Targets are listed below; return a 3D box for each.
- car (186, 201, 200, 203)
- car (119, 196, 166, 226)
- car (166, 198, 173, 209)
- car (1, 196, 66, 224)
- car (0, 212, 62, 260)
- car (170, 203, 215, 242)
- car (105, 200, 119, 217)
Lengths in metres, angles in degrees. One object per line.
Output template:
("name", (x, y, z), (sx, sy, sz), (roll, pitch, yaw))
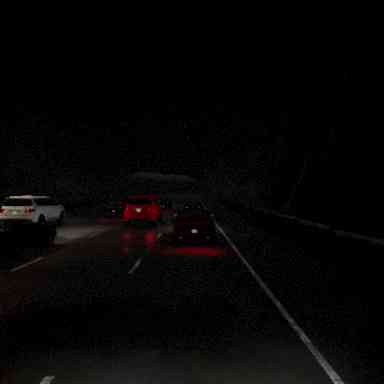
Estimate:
("car", (0.100, 1.599, 36.368), (1.895, 1.301, 4.718), (0, 0, 0))
("car", (-3.399, 1.272, 23.914), (2.150, 2.045, 5.566), (0, 0, 0))
("car", (-3.399, 1.444, 42.222), (2.128, 1.511, 4.902), (0, 0, 0))
("car", (-10.400, 1.278, 22.225), (2.150, 2.045, 5.566), (0, 0, 0))
("car", (-6.900, 1.656, 12.618), (1.895, 1.301, 4.718), (0, 0, 0))
("car", (0.100, 1.537, 16.778), (1.882, 1.535, 5.008), (0, 0, 0))
("car", (-6.899, 1.502, 31.753), (1.882, 1.535, 5.008), (0, 0, 0))
